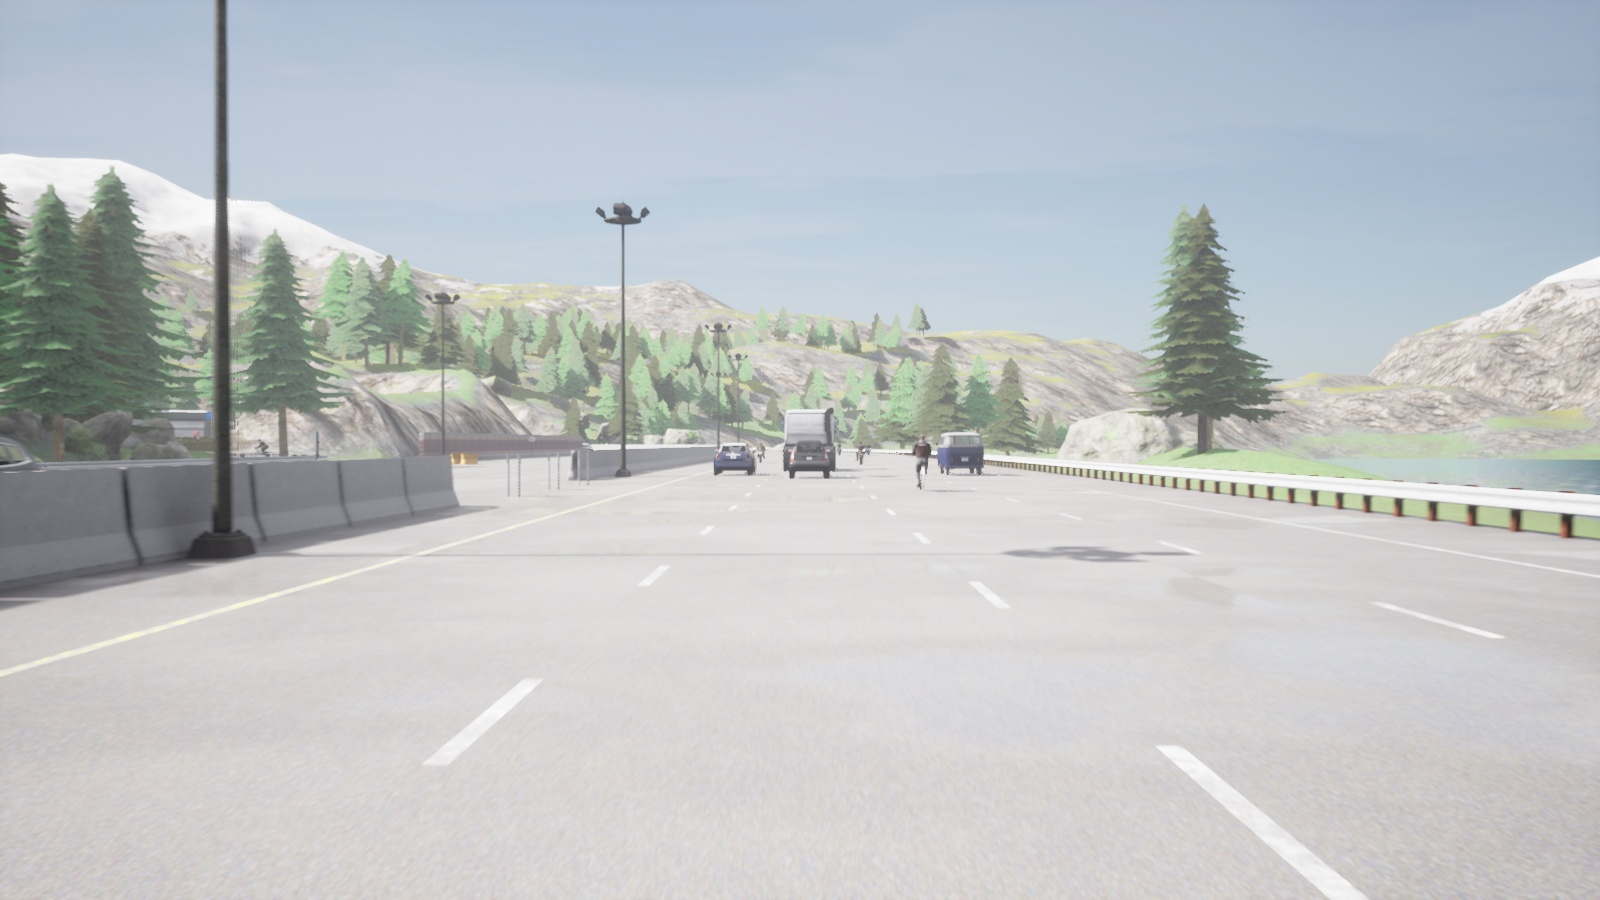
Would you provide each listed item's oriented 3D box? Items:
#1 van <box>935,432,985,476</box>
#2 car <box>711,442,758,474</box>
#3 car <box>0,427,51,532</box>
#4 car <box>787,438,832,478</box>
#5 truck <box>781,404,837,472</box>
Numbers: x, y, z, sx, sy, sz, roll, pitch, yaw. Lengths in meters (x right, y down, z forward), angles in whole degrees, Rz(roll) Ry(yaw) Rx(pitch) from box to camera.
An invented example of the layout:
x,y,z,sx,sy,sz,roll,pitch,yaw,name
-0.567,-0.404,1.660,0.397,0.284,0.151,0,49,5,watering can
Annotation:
x,y,z,sx,sy,sz,roll,pitch,yaw,name
7.420,0.158,58.466,1.775,1.987,4.442,0,0,0,van
-3.072,0.355,59.508,1.970,1.475,3.806,0,0,0,car
-13.854,0.466,19.024,2.242,1.667,4.611,0,0,0,car
0.389,0.323,53.809,1.851,1.617,3.988,0,0,0,car
0.488,-0.642,68.294,2.891,3.462,7.936,0,0,0,truck
